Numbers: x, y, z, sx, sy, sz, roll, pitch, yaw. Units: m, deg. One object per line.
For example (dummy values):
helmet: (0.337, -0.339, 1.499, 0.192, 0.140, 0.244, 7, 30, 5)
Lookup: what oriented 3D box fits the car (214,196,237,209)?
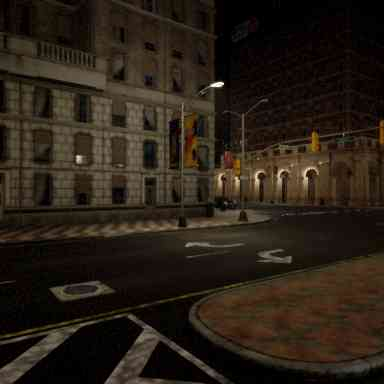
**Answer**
car: (3.774, 1.352, 43.681, 2.097, 1.767, 4.553, 0, 0, -36)
